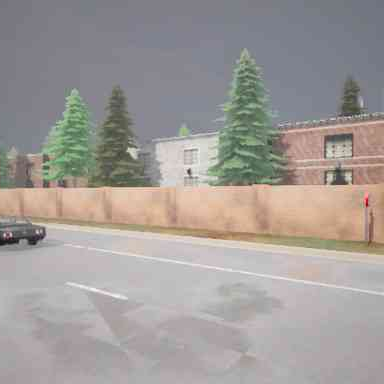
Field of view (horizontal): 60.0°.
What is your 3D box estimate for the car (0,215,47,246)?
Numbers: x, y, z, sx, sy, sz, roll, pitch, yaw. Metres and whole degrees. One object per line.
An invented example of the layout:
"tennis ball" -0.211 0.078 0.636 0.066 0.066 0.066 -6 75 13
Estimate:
"car" -8.293 1.616 14.084 4.718 1.301 1.895 0 0 36
